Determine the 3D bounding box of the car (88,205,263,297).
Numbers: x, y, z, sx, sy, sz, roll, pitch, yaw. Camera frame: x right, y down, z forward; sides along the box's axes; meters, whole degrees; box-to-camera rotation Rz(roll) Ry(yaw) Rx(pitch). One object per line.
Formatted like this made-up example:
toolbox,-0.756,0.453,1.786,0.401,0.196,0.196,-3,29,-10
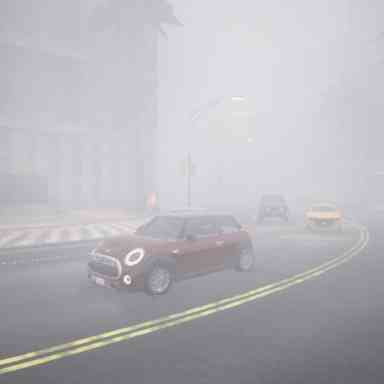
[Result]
car,-0.379,1.352,8.808,4.553,1.767,2.097,0,0,-43

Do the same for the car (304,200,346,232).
car,8.166,1.477,20.693,1.882,1.535,5.008,0,0,20

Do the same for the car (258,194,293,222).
car,6.552,1.223,26.988,2.150,2.045,5.566,0,0,10

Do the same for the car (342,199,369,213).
car,17.708,1.491,37.171,2.128,1.511,4.902,0,0,-3

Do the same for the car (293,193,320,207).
car,16.112,1.221,47.262,2.150,2.045,5.566,0,0,-15

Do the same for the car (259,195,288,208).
car,11.901,1.352,48.684,2.097,1.767,4.553,0,0,-17

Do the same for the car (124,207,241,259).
car,-0.183,1.491,13.765,2.128,1.511,4.902,0,0,39

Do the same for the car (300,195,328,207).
car,14.239,1.478,37.137,1.882,1.535,5.008,0,0,-3
